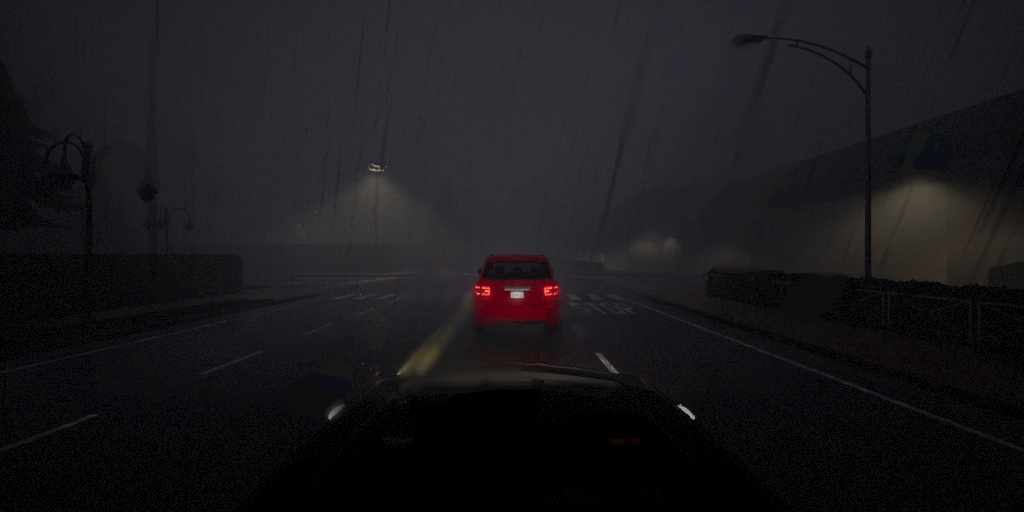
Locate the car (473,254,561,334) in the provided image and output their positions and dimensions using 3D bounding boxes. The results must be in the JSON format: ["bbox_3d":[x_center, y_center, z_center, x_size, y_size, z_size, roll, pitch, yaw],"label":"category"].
[{"bbox_3d":[0.123,0.971,10.771,2.150,2.045,5.566,0,0,0],"label":"car"}]

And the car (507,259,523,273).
[{"bbox_3d":[0.362,1.228,45.623,1.882,1.535,5.008,0,0,1],"label":"car"}]
